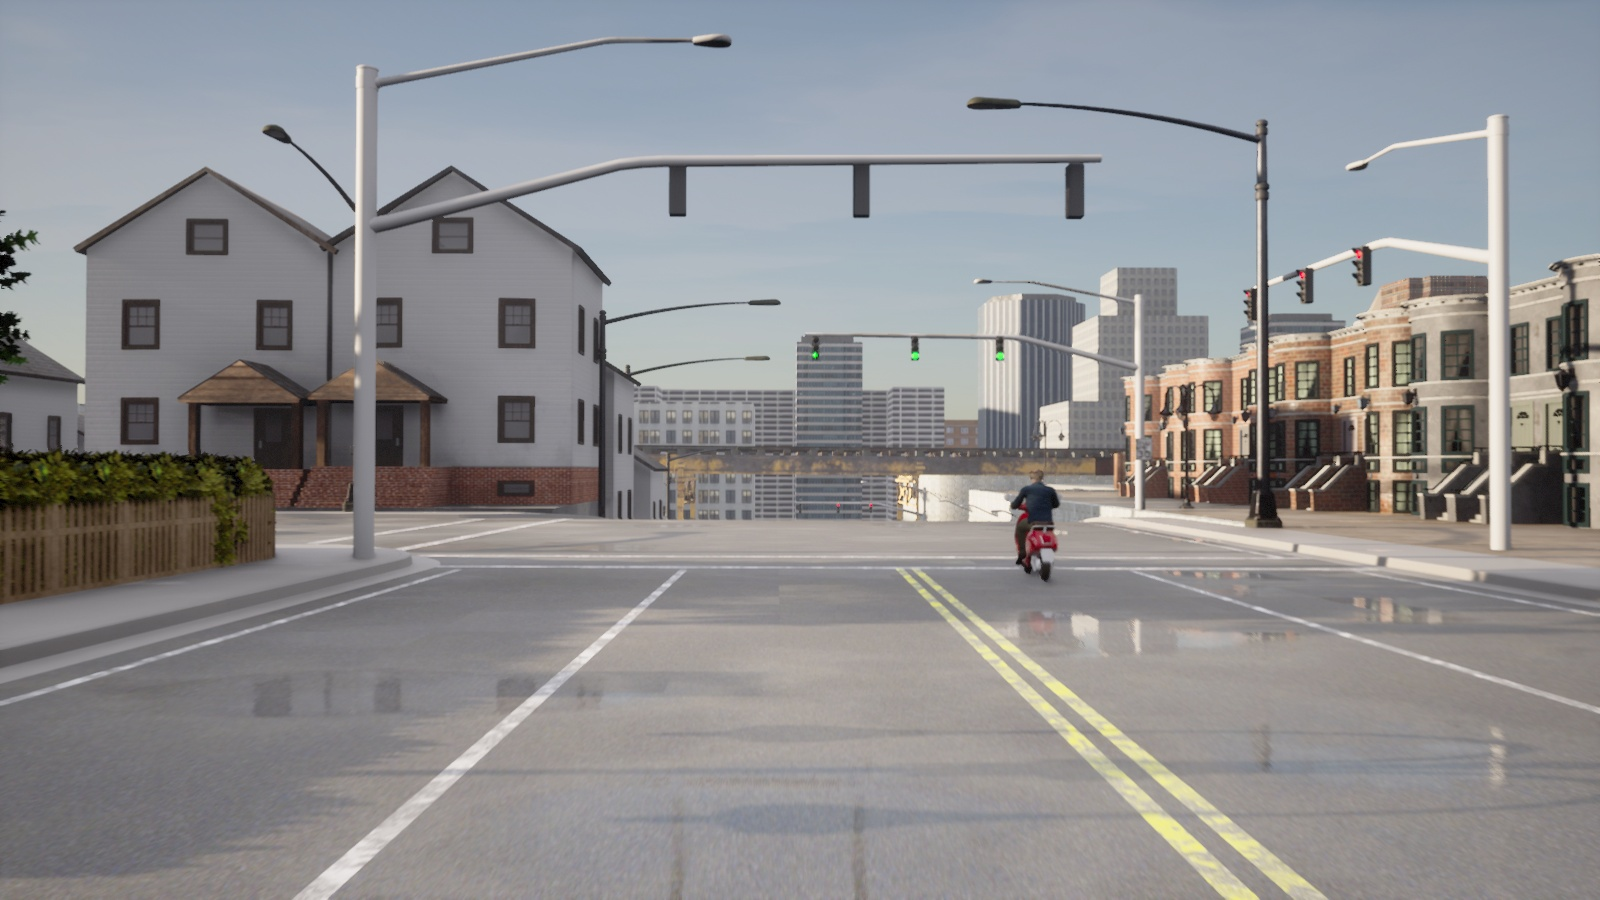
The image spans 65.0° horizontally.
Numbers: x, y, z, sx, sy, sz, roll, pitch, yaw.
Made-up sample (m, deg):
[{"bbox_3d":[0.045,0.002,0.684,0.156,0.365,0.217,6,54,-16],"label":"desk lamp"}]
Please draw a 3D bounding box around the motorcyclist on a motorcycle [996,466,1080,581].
[{"bbox_3d":[3.453,1.042,18.403,0.866,1.590,1.817,0,-1,0],"label":"motorcyclist on a motorcycle"}]
